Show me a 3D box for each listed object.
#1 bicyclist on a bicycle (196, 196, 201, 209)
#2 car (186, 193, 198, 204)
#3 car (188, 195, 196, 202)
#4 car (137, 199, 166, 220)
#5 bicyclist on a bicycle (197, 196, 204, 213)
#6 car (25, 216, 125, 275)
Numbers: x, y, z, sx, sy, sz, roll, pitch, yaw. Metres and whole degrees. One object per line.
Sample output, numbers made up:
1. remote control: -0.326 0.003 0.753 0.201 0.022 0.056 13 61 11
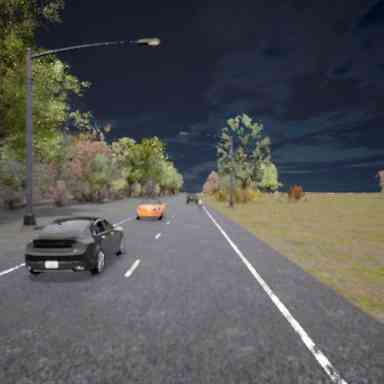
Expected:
1. bicyclist on a bicycle: 0.954 1.421 45.930 0.659 1.776 1.843 0 0 0
2. car: 0.001 1.287 66.905 2.150 2.045 5.566 0 -1 0
3. car: -0.017 1.566 78.074 1.882 1.535 5.008 0 0 0
4. car: -3.406 1.383 28.660 2.097 1.767 4.553 0 0 0
5. bicyclist on a bicycle: 0.934 1.477 37.049 0.866 1.612 1.509 0 0 0
6. car: -3.403 1.516 10.487 1.837 1.490 4.892 0 0 0
